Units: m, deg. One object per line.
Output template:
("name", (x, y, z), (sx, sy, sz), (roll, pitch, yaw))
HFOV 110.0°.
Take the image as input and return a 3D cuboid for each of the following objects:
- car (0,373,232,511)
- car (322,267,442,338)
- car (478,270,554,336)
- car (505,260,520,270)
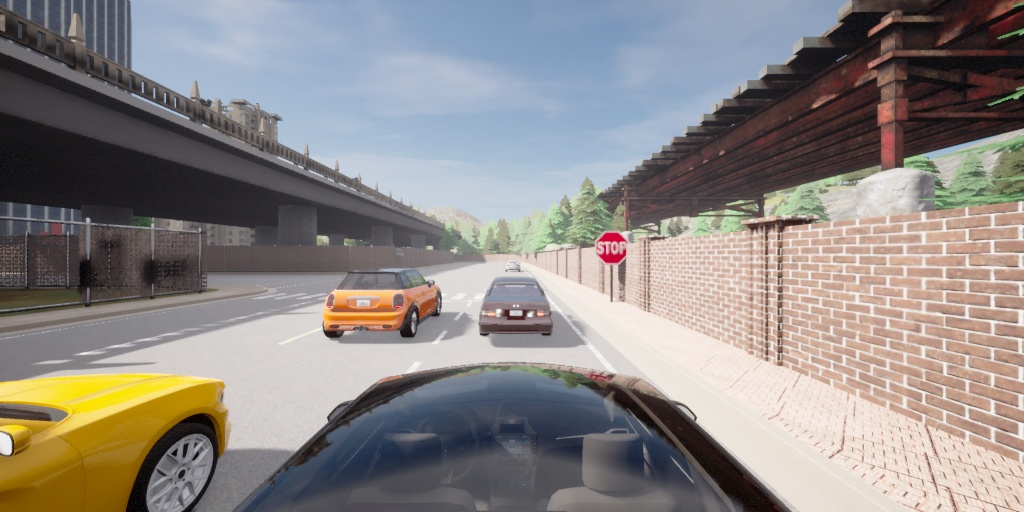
("car", (-3.397, 1.228, 1.092), (1.882, 1.535, 5.008), (0, 0, 0))
("car", (-3.413, 1.102, 10.350), (2.097, 1.767, 4.553), (0, 0, 0))
("car", (0.088, 1.297, 10.369), (2.033, 1.411, 5.357), (0, 0, 0))
("car", (0.113, 1.276, 46.246), (1.812, 1.442, 4.674), (0, 0, -1))
